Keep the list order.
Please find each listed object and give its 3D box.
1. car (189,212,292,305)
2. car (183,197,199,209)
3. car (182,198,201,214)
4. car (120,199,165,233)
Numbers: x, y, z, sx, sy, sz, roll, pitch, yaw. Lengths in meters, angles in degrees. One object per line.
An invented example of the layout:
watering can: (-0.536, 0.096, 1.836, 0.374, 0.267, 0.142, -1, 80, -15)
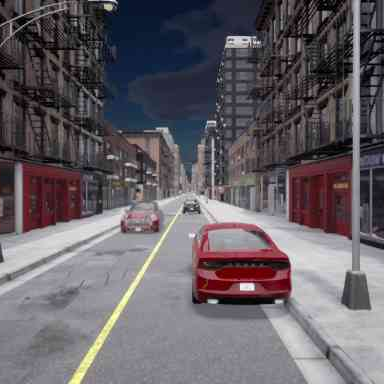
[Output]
car: (0.939, 1.478, 8.189, 1.882, 1.535, 5.008, 0, 0, 0)
car: (-0.121, 1.525, 45.825, 2.128, 1.511, 4.902, 0, 0, 0)
car: (-0.035, 1.545, 35.655, 1.812, 1.442, 4.674, 0, 0, 0)
car: (-2.807, 1.356, 19.564, 2.097, 1.767, 4.553, 0, 0, 0)
